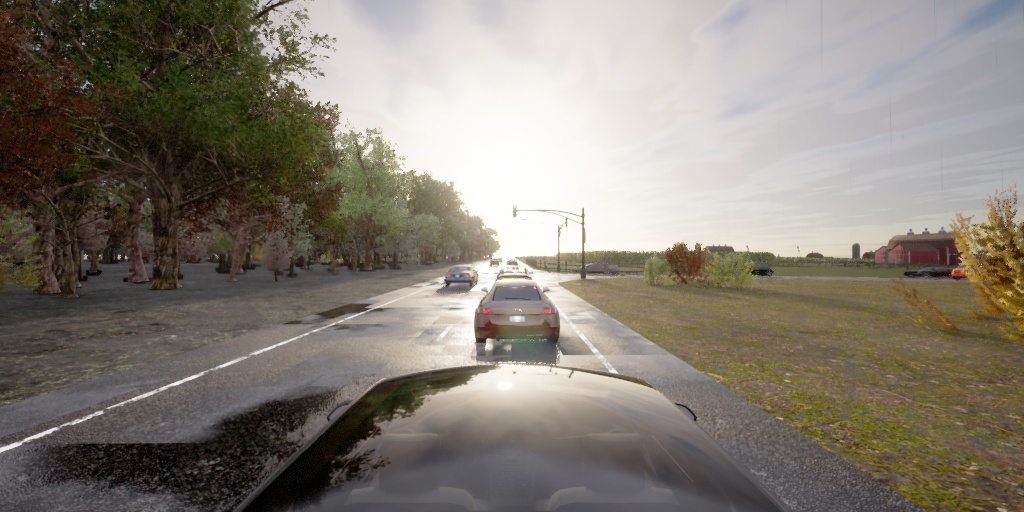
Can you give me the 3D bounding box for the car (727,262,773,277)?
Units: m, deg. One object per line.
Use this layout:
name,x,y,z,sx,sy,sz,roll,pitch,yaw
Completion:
car,26.974,1.453,40.901,4.553,1.767,2.097,1,-1,0

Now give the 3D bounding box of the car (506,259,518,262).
car,0.060,1.231,61.574,1.882,1.535,5.008,0,0,0

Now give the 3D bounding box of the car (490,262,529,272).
car,0.094,1.245,18.573,2.128,1.511,4.902,0,0,0

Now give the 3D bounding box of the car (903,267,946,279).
car,47.660,1.928,40.768,4.718,1.301,1.895,1,-1,1

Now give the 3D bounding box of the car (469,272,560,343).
car,0.100,1.316,9.675,1.994,1.385,4.181,0,0,0

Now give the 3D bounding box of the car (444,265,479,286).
car,-3.410,1.303,24.931,2.033,1.411,5.357,0,0,0

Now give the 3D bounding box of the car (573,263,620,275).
car,9.747,1.472,41.632,5.357,1.411,2.033,0,-1,10

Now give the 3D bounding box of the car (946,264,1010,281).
car,48.889,1.633,37.213,4.553,1.767,2.097,1,-1,0
